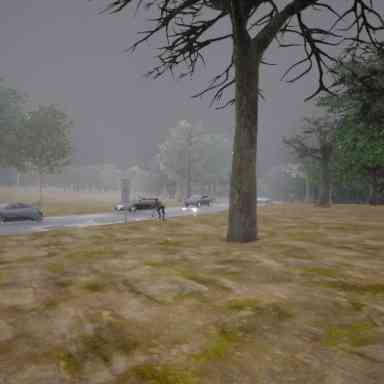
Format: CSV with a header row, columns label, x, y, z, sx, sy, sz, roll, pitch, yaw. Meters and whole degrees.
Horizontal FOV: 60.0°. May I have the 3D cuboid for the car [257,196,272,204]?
label,x,y,z,sx,sy,sz,roll,pitch,yaw
car,12.178,1.284,55.803,1.895,1.301,4.718,1,0,23

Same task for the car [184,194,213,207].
label,x,y,z,sx,sy,sz,roll,pitch,yaw
car,0.834,1.058,40.853,1.837,1.490,4.892,1,1,31

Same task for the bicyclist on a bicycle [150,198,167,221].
label,x,y,z,sx,sy,sz,roll,pitch,yaw
bicyclist on a bicycle,-2.451,1.288,24.053,1.656,1.620,0.582,0,0,36

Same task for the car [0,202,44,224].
label,x,y,z,sx,sy,sz,roll,pitch,yaw
car,-12.054,1.378,21.989,1.994,1.385,4.181,2,2,37

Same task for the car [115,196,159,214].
label,x,y,z,sx,sy,sz,roll,pitch,yaw
car,-5.107,1.158,31.519,2.128,1.511,4.902,2,2,34
